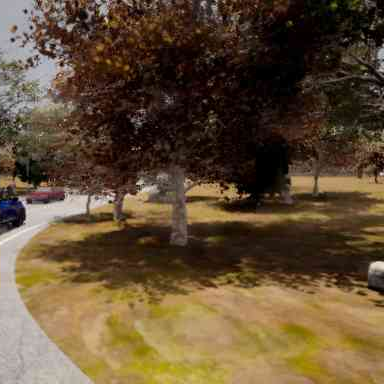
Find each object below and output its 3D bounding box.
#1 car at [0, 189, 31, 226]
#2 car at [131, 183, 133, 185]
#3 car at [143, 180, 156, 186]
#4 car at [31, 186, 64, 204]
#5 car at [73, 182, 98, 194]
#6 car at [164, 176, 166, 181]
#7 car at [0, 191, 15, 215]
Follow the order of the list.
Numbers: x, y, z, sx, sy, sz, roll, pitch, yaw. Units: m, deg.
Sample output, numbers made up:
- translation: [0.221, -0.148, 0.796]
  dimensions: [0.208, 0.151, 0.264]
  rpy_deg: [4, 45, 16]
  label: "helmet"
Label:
- translation: [-9.698, 0.843, 15.540]
  dimensions: [2.150, 2.045, 5.566]
  rpy_deg: [0, 2, -10]
  label: "car"
- translation: [-10.751, -1.886, 53.632]
  dimensions: [2.150, 2.045, 5.566]
  rpy_deg: [1, 5, 9]
  label: "car"
- translation: [-6.822, -1.781, 55.950]
  dimensions: [1.837, 1.490, 4.892]
  rpy_deg: [1, 5, 8]
  label: "car"
- translation: [-13.473, 0.197, 30.827]
  dimensions: [1.812, 1.442, 4.674]
  rpy_deg: [1, 4, 4]
  label: "car"
- translation: [-12.630, -0.603, 40.515]
  dimensions: [1.882, 1.535, 5.008]
  rpy_deg: [1, 5, 7]
  label: "car"
- translation: [-5.400, -2.501, 65.914]
  dimensions: [1.994, 1.385, 4.181]
  rpy_deg: [1, 5, 6]
  label: "car"
- translation: [-13.614, 0.792, 21.209]
  dimensions: [2.128, 1.511, 4.902]
  rpy_deg: [1, 3, -1]
  label: "car"
